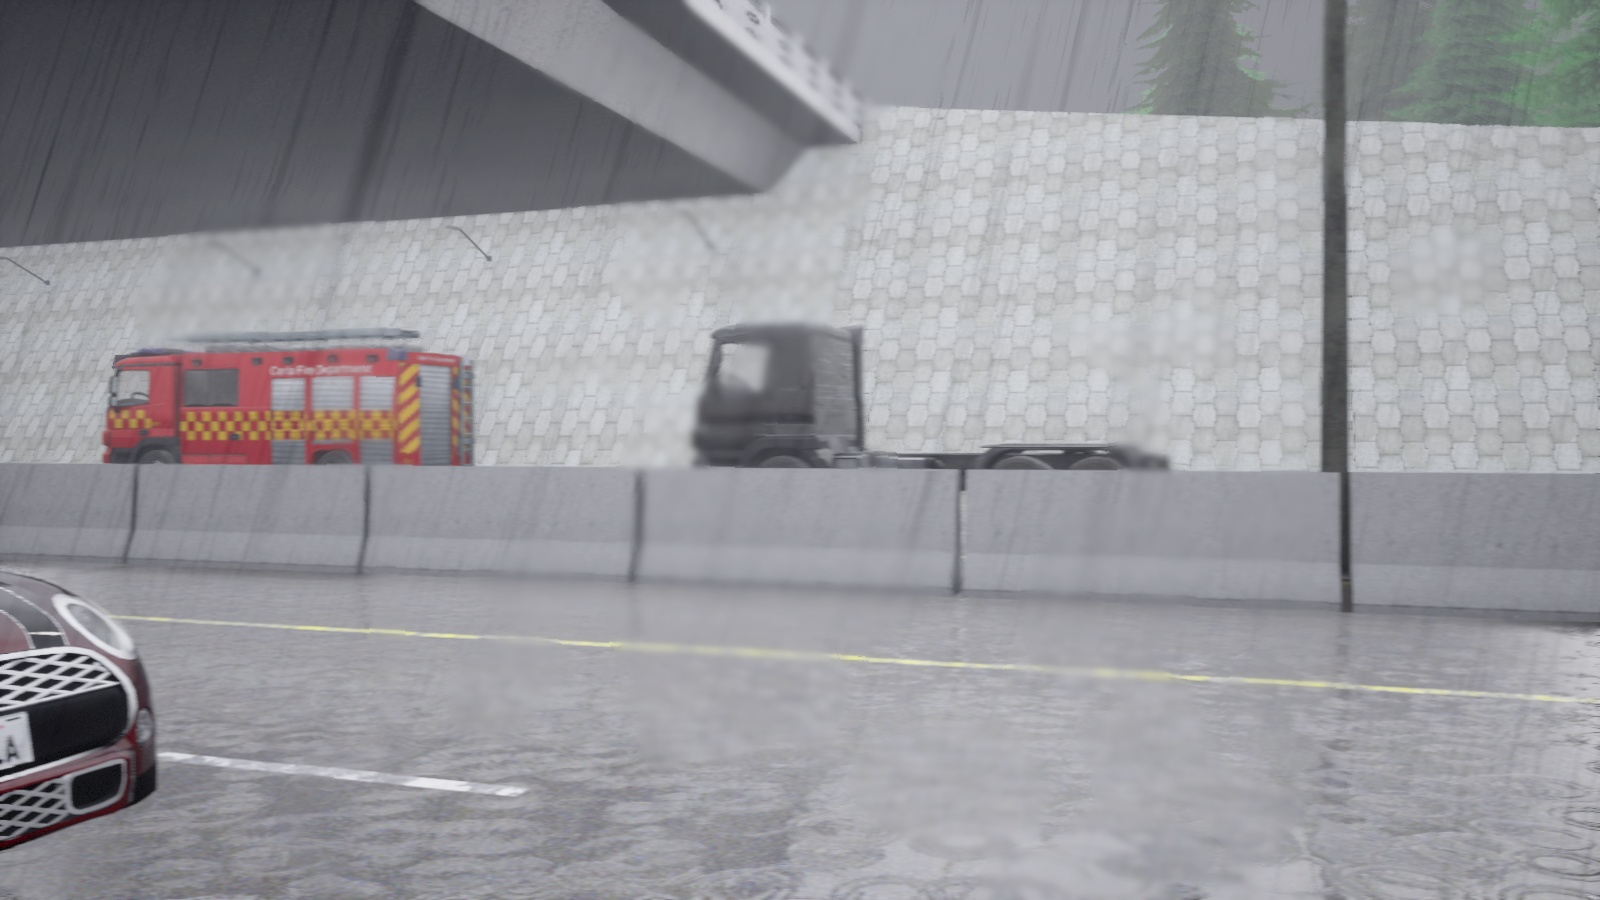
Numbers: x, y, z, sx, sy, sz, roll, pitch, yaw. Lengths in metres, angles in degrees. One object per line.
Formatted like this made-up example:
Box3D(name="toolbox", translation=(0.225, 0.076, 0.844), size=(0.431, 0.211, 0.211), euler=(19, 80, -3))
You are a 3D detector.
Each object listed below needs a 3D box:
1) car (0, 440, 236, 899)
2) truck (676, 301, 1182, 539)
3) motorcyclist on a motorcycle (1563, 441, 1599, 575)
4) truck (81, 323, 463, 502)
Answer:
Box3D(name="car", translation=(-4.361, 0.701, 4.660), size=(3.806, 1.475, 1.970), euler=(1, 1, 19))
Box3D(name="truck", translation=(2.164, -0.482, 20.913), size=(7.936, 3.462, 2.891), euler=(1, 1, 19))
Box3D(name="motorcyclist on a motorcycle", translation=(10.196, 0.667, 14.533), size=(2.191, 1.530, 0.866), euler=(0, 1, 19))
Box3D(name="truck", translation=(-12.407, -0.857, 29.505), size=(8.468, 3.827, 2.891), euler=(1, 1, 19))
